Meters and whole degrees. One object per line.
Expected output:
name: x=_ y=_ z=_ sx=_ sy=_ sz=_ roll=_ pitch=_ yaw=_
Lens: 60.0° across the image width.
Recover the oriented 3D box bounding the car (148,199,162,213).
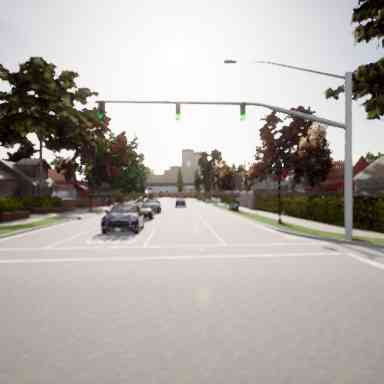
car: x=-4.823 y=1.632 z=40.495 sx=2.097 sy=1.767 sz=4.553 roll=0 pitch=0 yaw=-2

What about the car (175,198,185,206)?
car: x=-2.373 y=2.021 z=67.770 sx=1.994 sy=1.385 sz=4.181 roll=0 pitch=0 yaw=-2

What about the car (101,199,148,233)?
car: x=-4.144 y=1.494 z=20.457 sx=2.097 sy=1.767 sz=4.553 roll=0 pitch=0 yaw=-2

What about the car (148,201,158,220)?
car: x=-4.506 y=1.774 z=30.420 sx=1.994 sy=1.385 sz=4.181 roll=0 pitch=0 yaw=-2

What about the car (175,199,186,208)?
car: x=-1.983 y=1.877 z=57.649 sx=1.882 sy=1.535 sz=5.008 roll=0 pitch=0 yaw=-2
